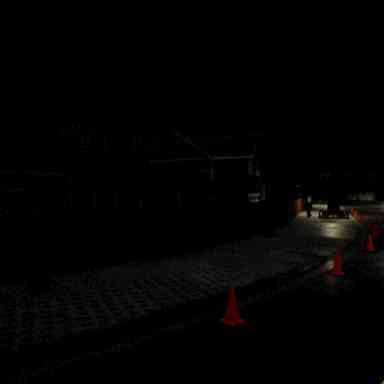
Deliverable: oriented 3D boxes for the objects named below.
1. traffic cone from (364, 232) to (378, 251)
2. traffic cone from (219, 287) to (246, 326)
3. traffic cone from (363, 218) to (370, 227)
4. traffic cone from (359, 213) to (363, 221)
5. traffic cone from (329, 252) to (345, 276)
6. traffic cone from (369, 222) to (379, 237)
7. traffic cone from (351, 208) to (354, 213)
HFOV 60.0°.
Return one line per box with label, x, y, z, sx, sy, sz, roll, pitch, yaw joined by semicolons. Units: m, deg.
traffic cone;6.885;1.951;12.880;0.340;0.580;0.340;0;0;34
traffic cone;0.706;1.954;5.786;0.340;0.580;0.340;0;0;-42
traffic cone;11.296;1.949;21.232;0.340;0.580;0.340;0;0;22
traffic cone;13.173;1.947;25.866;0.340;0.580;0.340;0;0;22
traffic cone;4.000;1.953;9.154;0.340;0.580;0.340;0;0;41
traffic cone;9.322;1.950;16.913;0.340;0.580;0.340;0;0;28
traffic cone;15.050;1.946;30.500;0.340;0.580;0.340;0;0;22
